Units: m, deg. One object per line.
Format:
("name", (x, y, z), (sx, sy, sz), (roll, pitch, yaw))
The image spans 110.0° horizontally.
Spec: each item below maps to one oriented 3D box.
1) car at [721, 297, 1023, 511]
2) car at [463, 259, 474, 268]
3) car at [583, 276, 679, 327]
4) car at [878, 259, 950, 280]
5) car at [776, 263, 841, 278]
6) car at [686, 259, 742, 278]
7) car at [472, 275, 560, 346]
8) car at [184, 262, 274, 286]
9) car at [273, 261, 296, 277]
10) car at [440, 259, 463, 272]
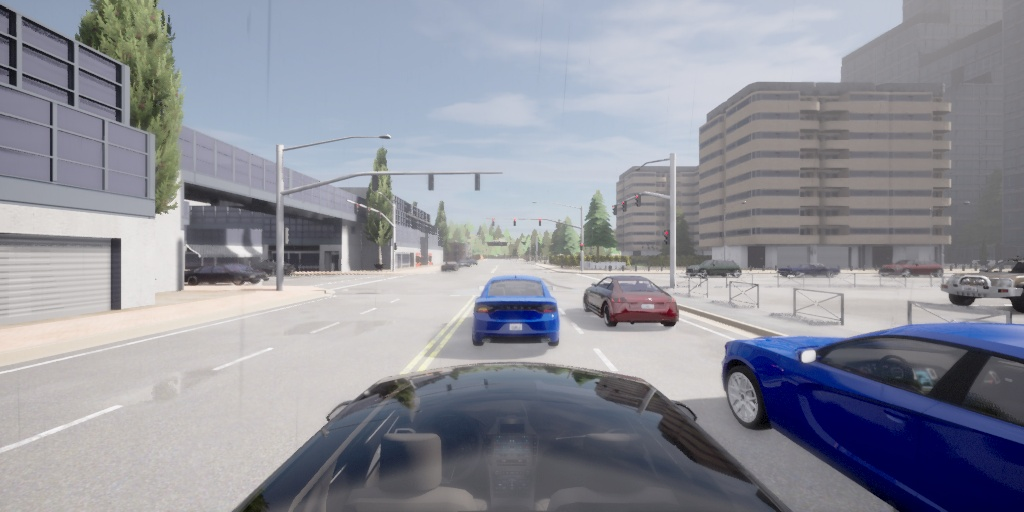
("car", (3.603, 1.228, 2.576), (1.882, 1.535, 5.008), (0, 0, 0))
("car", (-8.021, 1.241, 59.813), (2.128, 1.511, 4.902), (0, 0, -1))
("car", (3.604, 1.314, 11.560), (1.994, 1.385, 4.181), (0, 0, 0))
("car", (37.476, 1.102, 33.760), (4.553, 1.767, 2.097), (0, 0, -1))
("car", (27.679, 1.351, 33.575), (4.718, 1.301, 1.895), (0, 0, -1))
("car", (18.692, 1.102, 33.391), (4.553, 1.767, 2.097), (0, 0, -1))
("car", (0.096, 1.228, 9.429), (1.882, 1.535, 5.008), (0, 0, 0))
("car", (-19.935, 1.297, 24.744), (5.357, 1.411, 2.033), (0, 0, -1))
("car", (-24.057, 1.255, 35.314), (4.892, 1.490, 1.837), (0, 0, 0))
("car", (-7.758, 1.351, 45.075), (1.895, 1.301, 4.718), (0, 0, -1))
